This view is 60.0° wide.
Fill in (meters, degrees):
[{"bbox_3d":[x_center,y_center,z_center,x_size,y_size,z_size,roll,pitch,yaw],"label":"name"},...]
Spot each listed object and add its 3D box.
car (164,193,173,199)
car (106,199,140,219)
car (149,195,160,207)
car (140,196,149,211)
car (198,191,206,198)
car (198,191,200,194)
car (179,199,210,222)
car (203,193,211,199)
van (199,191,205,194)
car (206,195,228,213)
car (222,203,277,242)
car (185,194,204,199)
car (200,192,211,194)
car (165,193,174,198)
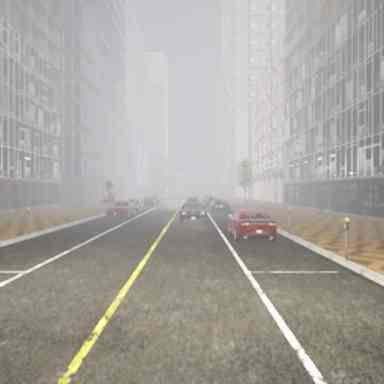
[{"bbox_3d":[-5.709,0.878,77.970,1.752,1.417,4.829,0,1,0],"label":"car"},{"bbox_3d":[-5.696,1.337,26.908,1.887,1.381,4.507,0,0,0],"label":"car"},{"bbox_3d":[-5.700,1.197,43.986,1.887,1.381,4.507,0,0,0],"label":"car"},{"bbox_3d":[-5.698,1.328,32.602,1.802,1.307,4.206,0,0,0],"label":"car"},{"bbox_3d":[2.670,0.561,89.514,2.192,1.841,5.009,0,1,0],"label":"car"},{"bbox_3d":[2.675,0.895,66.747,1.967,1.590,4.097,0,1,0],"label":"car"},{"bbox_3d":[0.093,1.417,24.100,1.895,1.301,4.718,0,0,0],"label":"car"},{"bbox_3d":[2.680,1.219,43.980,1.947,1.339,4.313,0,0,0],"label":"car"},{"bbox_3d":[2.676,0.847,61.055,1.690,1.788,3.998,0,1,0],"label":"van"},{"bbox_3d":[2.683,1.313,32.596,1.947,1.339,4.313,0,0,0],"label":"car"},{"bbox_3d":[2.688,1.428,15.519,1.887,1.381,4.507,0,0,0],"label":"car"},{"bbox_3d":[0.088,1.238,41.431,1.994,1.385,4.181,0,1,0],"label":"car"},{"bbox_3d":[2.677,1.122,55.364,1.947,1.339,4.313,0,1,0],"label":"car"},{"bbox_3d":[-5.711,0.849,83.833,2.008,1.369,4.403,0,1,0],"label":"car"}]
